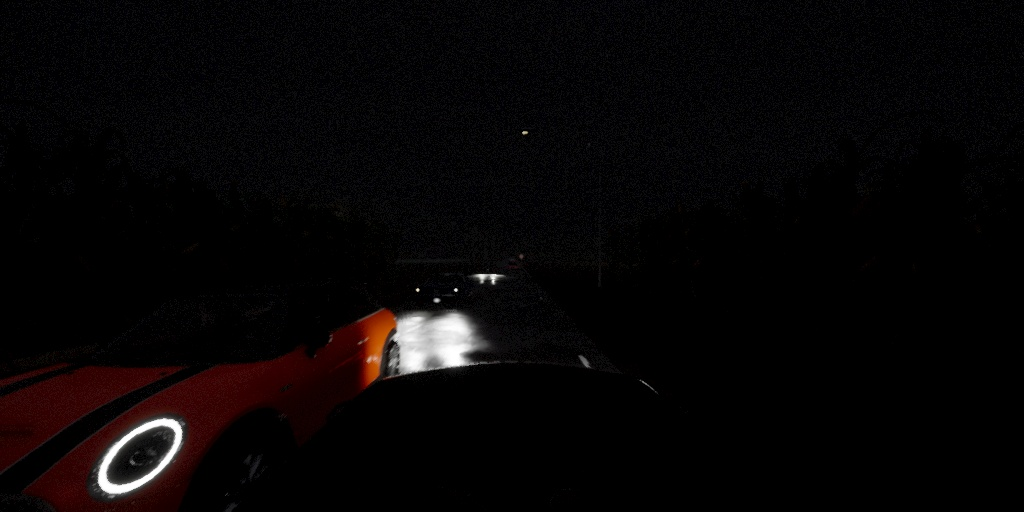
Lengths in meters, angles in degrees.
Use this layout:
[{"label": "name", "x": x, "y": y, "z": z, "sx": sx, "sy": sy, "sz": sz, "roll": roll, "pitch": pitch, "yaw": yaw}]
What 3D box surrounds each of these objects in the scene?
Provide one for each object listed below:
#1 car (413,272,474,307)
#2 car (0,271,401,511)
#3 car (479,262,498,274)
[{"label": "car", "x": -2.815, "y": 1.364, "z": 15.629, "sx": 1.895, "sy": 1.301, "sz": 4.718, "roll": 0, "pitch": 0, "yaw": 0}, {"label": "car", "x": -2.839, "y": 1.102, "z": 3.874, "sx": 2.097, "sy": 1.767, "sz": 4.553, "roll": 0, "pitch": 0, "yaw": 0}, {"label": "car", "x": -2.667, "y": 1.347, "z": 41.566, "sx": 1.994, "sy": 1.385, "sz": 4.181, "roll": 0, "pitch": 0, "yaw": 0}]
